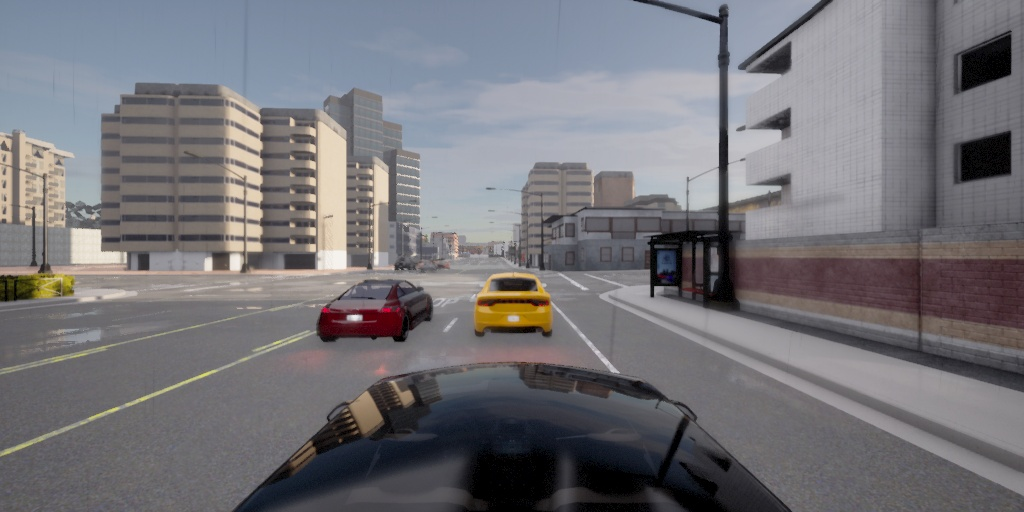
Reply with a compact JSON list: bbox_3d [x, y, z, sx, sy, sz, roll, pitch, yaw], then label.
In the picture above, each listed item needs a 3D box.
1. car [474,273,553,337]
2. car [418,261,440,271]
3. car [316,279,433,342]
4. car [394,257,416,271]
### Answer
[{"bbox_3d":[0.032,1.226,10.368,1.882,1.535,5.008,0,0,0],"label":"car"},{"bbox_3d":[-12.432,1.571,53.271,1.895,1.301,4.718,0,-1,-3],"label":"car"},{"bbox_3d":[-3.455,1.313,9.794,1.994,1.385,4.181,0,0,-1],"label":"car"},{"bbox_3d":[-15.960,1.204,53.725,2.150,2.045,5.566,0,-1,-3],"label":"car"}]
